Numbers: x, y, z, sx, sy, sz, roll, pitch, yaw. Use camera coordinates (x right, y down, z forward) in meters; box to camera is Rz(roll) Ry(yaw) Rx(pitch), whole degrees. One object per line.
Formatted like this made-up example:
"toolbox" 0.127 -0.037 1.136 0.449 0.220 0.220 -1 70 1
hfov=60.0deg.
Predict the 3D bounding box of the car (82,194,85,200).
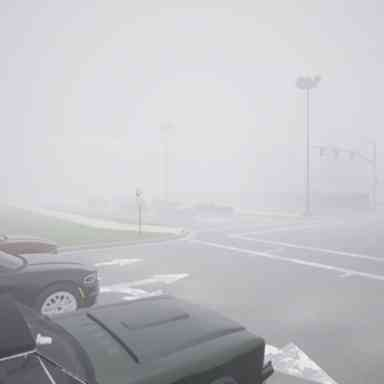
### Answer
"car" -19.436 1.146 62.556 1.837 1.490 4.892 0 0 -36

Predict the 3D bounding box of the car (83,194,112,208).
"car" -13.895 1.471 48.757 1.882 1.535 5.008 0 0 -36

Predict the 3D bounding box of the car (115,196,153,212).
"car" -6.834 1.346 39.056 2.097 1.767 4.553 0 0 -36

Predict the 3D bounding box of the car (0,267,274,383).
"car" -1.535 1.601 2.665 4.718 1.301 1.895 0 0 -35

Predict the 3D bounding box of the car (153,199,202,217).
"car" -1.502 1.594 31.763 1.895 1.301 4.718 0 0 -36

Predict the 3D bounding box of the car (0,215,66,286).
"car" -5.934 1.478 8.133 5.008 1.535 1.882 0 0 -35

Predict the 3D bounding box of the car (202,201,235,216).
"car" 2.041 1.593 32.847 1.895 1.301 4.718 0 0 -36

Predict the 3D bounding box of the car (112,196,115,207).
"car" -10.603 1.345 50.174 2.097 1.767 4.553 0 0 -35

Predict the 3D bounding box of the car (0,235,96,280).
"car" -3.994 1.478 5.215 5.008 1.535 1.882 0 0 -35
